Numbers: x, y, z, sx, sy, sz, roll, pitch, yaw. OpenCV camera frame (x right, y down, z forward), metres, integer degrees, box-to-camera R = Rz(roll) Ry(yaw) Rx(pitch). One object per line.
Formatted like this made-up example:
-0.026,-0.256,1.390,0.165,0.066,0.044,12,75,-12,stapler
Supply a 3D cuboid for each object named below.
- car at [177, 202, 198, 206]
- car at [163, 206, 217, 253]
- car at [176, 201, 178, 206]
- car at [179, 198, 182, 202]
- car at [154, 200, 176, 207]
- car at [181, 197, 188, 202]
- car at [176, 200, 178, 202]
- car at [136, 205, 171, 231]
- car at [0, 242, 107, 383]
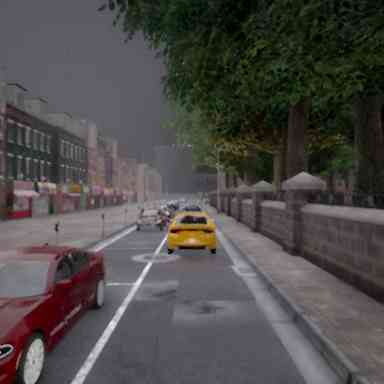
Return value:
-0.006,1.842,29.296,1.994,1.385,4.181,0,-1,0,car
0.000,1.615,14.481,1.882,1.535,5.008,0,0,0,car
-2.649,1.901,33.661,1.802,1.307,4.206,0,-1,0,car
-3.039,2.047,54.709,1.812,1.442,4.674,0,-1,0,car
-2.647,1.705,27.987,1.967,1.590,4.097,0,-1,0,car
-2.667,2.442,94.474,1.752,1.417,4.829,0,-1,0,car
-3.037,1.979,47.709,1.812,1.442,4.674,0,-1,0,car
-2.646,1.793,22.310,1.802,1.307,4.206,0,-1,0,car
-2.641,1.595,5.285,1.887,1.381,4.507,0,-1,0,car
